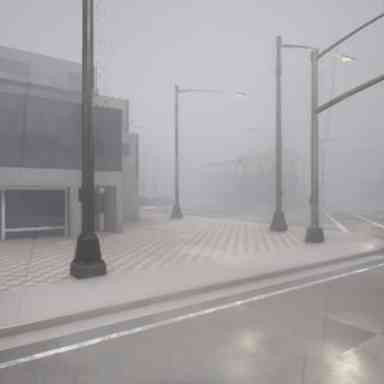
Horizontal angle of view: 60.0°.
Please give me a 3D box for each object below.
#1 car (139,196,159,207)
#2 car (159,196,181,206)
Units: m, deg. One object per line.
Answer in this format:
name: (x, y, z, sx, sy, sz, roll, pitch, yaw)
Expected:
car: (-6.830, 1.253, 45.934, 1.994, 1.385, 4.181, 0, 1, -36)
car: (-3.728, 1.243, 47.616, 2.033, 1.411, 5.357, 0, 1, -36)
